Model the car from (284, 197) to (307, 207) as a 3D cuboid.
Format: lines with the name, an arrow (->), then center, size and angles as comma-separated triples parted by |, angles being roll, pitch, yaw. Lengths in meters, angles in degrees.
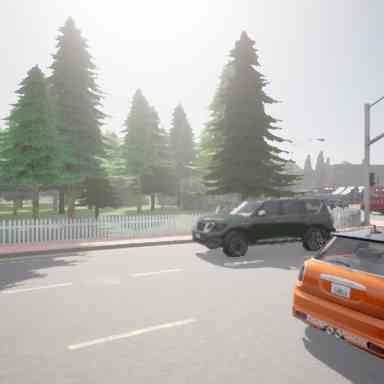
car -> 16.619, 1.578, 53.661 | 1.812, 1.442, 4.674 | 0, 0, -7

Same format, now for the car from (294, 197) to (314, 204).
car -> 22.200, 1.652, 66.108 | 1.895, 1.301, 4.718 | 0, 0, -8

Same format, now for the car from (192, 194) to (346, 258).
car -> 2.820, 1.221, 12.834 | 5.566, 2.045, 2.150 | 0, 0, -20

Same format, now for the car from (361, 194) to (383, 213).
car -> 19.339, 1.274, 33.199 | 2.150, 2.045, 5.566 | 0, 0, -8

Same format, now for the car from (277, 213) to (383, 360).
car -> 3.926, 1.352, 5.437 | 4.553, 1.767, 2.097 | 0, 0, -26

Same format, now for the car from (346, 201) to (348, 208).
car -> 17.968, 1.274, 43.464 | 2.150, 2.045, 5.566 | 0, 0, -8
